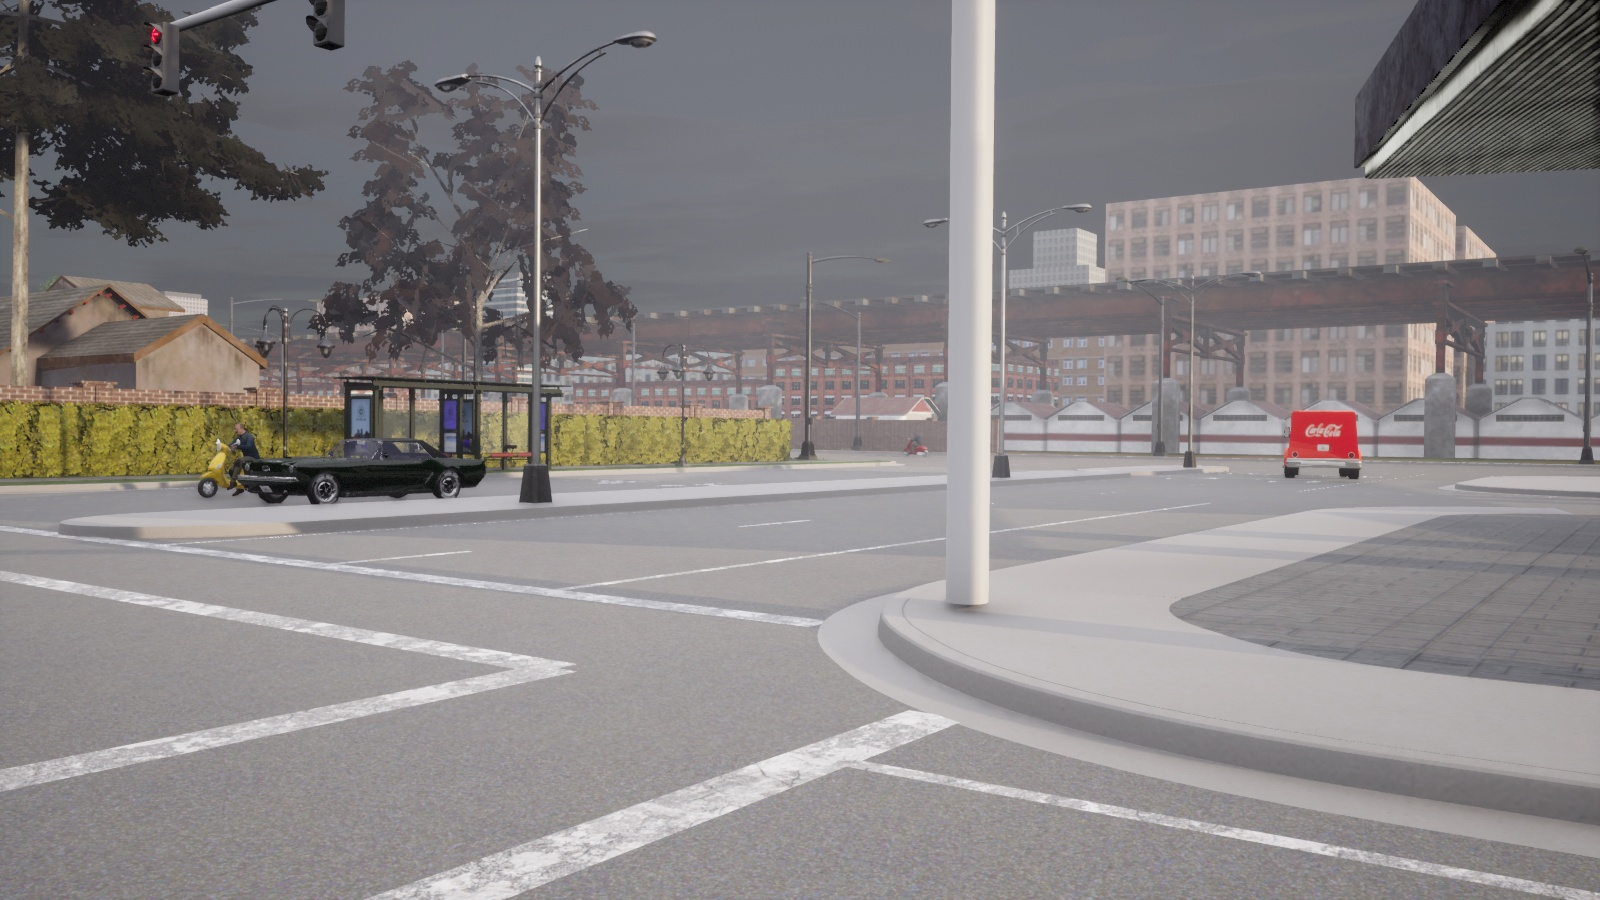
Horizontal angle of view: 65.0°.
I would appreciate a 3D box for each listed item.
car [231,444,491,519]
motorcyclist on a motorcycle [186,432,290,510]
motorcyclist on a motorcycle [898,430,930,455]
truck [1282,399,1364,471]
[{"bbox_3d":[-8.724,0.564,25.371,1.895,1.301,4.718,0,1,35],"label":"car"},{"bbox_3d":[-11.985,0.427,26.842,0.866,1.590,1.817,0,1,35],"label":"motorcyclist on a motorcycle"},{"bbox_3d":[7.234,-0.467,79.539,1.817,1.590,0.866,0,1,35],"label":"motorcyclist on a motorcycle"},{"bbox_3d":[19.231,-0.562,46.394,2.627,2.467,5.204,0,1,21],"label":"truck"}]
